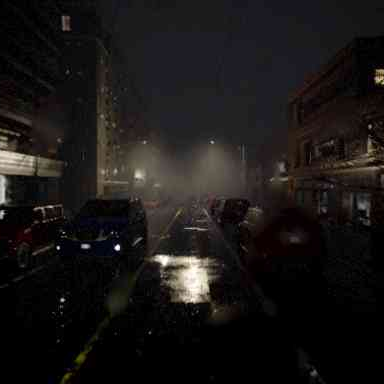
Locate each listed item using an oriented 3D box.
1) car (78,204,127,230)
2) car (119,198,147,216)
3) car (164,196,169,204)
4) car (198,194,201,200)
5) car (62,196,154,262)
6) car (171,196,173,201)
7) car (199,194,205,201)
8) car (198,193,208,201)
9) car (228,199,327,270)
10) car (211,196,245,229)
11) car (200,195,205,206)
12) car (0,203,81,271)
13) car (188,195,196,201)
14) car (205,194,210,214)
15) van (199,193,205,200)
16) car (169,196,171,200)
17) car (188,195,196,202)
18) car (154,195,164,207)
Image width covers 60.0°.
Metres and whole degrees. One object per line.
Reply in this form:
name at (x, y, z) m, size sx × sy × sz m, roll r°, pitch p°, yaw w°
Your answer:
car at (-5.686, 1.548, 21.785) m, size 2.008 × 1.369 × 4.403 m, roll -1°, pitch 0°, yaw 0°
car at (-5.679, 1.436, 32.599) m, size 1.967 × 1.590 × 4.097 m, roll -1°, pitch 0°, yaw 0°
car at (-5.657, 1.514, 59.074) m, size 1.752 × 1.417 × 4.829 m, roll -1°, pitch 0°, yaw 0°
car at (2.695, 1.554, 64.868) m, size 1.947 × 1.339 × 4.313 m, roll -1°, pitch 0°, yaw 0°
car at (-3.047, 1.215, 12.562) m, size 2.150 × 2.045 × 5.566 m, roll 0°, pitch 1°, yaw 2°
car at (-5.638, 1.544, 81.564) m, size 1.947 × 1.339 × 4.313 m, roll -1°, pitch 0°, yaw 0°
car at (2.691, 1.556, 59.288) m, size 1.947 × 1.339 × 4.313 m, roll -1°, pitch 0°, yaw 0°
car at (2.704, 1.295, 81.606) m, size 2.192 × 1.841 × 5.009 m, roll -1°, pitch 0°, yaw 0°
car at (2.681, 1.315, 10.957) m, size 2.192 × 1.841 × 5.009 m, roll -1°, pitch 0°, yaw 0°
car at (2.689, 1.314, 21.771) m, size 2.192 × 1.841 × 5.009 m, roll -1°, pitch 0°, yaw 0°
car at (2.720, 1.552, 53.716) m, size 2.008 × 1.369 × 4.403 m, roll -1°, pitch 0°, yaw 0°
car at (-5.699, 1.313, 10.971) m, size 2.192 × 1.841 × 5.009 m, roll -1°, pitch 0°, yaw 0°
car at (0.069, 1.434, 85.560) m, size 1.882 × 1.535 × 5.008 m, roll 0°, pitch 0°, yaw 0°
car at (2.698, 1.312, 32.585) m, size 2.192 × 1.841 × 5.009 m, roll -1°, pitch 0°, yaw 0°
van at (2.714, 1.314, 92.766) m, size 1.690 × 1.788 × 3.998 m, roll -1°, pitch 0°, yaw 0°
car at (-5.653, 1.427, 64.824) m, size 1.967 × 1.590 × 4.097 m, roll -1°, pitch 0°, yaw 0°
car at (0.061, 1.507, 75.560) m, size 1.812 × 1.442 × 4.674 m, roll 0°, pitch 0°, yaw 0°
car at (-5.667, 1.432, 48.821) m, size 1.967 × 1.590 × 4.097 m, roll -1°, pitch 0°, yaw 0°
